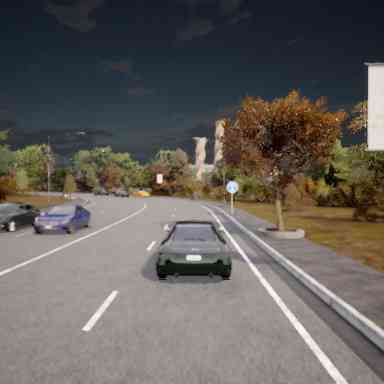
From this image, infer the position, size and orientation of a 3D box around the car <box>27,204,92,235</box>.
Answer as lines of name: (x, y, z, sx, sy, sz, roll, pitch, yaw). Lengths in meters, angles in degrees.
car: (-6.982, 1.431, 18.521, 1.812, 1.442, 4.674, 0, 1, 0)

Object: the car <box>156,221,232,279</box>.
car: (0.058, 1.550, 10.044, 1.994, 1.385, 4.181, 0, 0, 0)

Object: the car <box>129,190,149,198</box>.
car: (-10.835, 0.395, 70.149, 1.882, 1.535, 5.008, 0, 1, -37)

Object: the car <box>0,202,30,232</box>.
car: (-10.473, 1.398, 19.228, 1.837, 1.490, 4.892, 0, 0, 1)

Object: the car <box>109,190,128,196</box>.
car: (-17.295, 0.155, 78.336, 4.718, 1.301, 1.895, 2, 1, 43)

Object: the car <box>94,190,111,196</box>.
car: (-21.007, 0.134, 77.105, 4.181, 1.385, 1.994, 2, 1, 43)

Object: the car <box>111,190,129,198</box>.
car: (-14.712, 0.429, 69.591, 1.994, 1.385, 4.181, 0, 1, -37)
